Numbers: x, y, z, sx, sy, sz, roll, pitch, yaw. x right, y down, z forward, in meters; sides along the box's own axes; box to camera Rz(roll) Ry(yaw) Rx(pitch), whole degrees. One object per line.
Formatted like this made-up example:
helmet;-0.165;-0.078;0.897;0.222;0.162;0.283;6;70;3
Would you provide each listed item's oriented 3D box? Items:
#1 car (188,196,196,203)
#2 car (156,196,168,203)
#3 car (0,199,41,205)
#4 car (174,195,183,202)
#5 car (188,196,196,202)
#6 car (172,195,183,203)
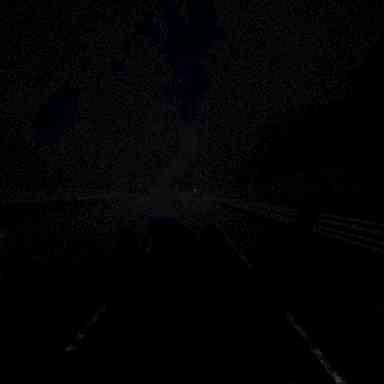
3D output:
car;0.023;1.757;75.398;2.033;1.411;5.357;0;0;0
car;-6.978;1.739;74.983;1.812;1.442;4.674;0;0;0
car;-17.554;1.531;35.058;2.128;1.511;4.902;0;0;0
car;-3.475;1.547;85.788;2.097;1.767;4.553;0;0;0
car;0.025;1.692;85.816;1.837;1.490;4.892;0;0;0
car;-3.477;1.772;75.782;1.994;1.385;4.181;0;0;0
